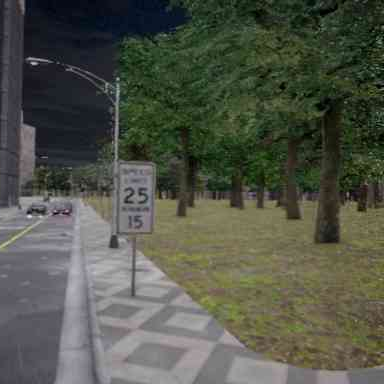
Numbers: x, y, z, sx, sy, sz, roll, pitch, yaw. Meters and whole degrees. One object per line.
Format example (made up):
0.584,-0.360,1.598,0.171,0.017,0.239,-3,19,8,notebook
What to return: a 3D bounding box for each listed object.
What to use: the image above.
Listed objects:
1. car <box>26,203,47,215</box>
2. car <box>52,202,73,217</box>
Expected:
-19.152,2.055,41.172,1.994,1.385,4.181,2,-1,-19,car
-14.970,2.142,38.400,1.895,1.301,4.718,2,-1,-18,car
